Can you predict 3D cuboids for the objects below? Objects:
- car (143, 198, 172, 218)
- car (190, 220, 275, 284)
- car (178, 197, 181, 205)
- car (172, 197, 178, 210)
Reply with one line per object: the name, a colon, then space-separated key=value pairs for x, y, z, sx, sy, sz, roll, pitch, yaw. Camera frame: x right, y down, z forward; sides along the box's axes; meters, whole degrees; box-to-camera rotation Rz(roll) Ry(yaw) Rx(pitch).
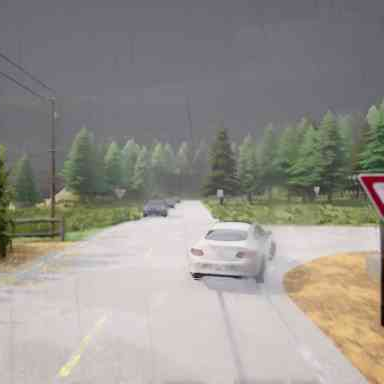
car: x=-3.294 y=1.450 z=31.115 sx=2.097 sy=1.767 sz=4.553 roll=0 pitch=0 yaw=0
car: x=1.315 y=1.554 z=9.701 sx=1.812 sy=1.442 sz=4.674 roll=0 pitch=0 yaw=18
car: x=-3.195 y=1.746 z=66.067 sx=1.837 sy=1.490 sz=4.892 roll=0 pitch=0 yaw=0
car: x=-3.283 y=1.647 z=46.055 sx=1.837 sy=1.490 sz=4.892 roll=0 pitch=0 yaw=0
